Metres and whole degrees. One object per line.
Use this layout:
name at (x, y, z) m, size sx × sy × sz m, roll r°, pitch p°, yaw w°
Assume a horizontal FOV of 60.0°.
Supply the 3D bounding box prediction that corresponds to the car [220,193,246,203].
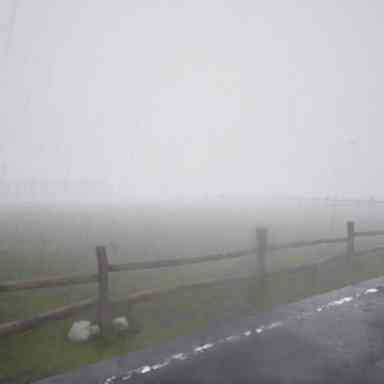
car at (6.657, 0.928, 54.722) m, size 1.882 × 1.535 × 5.008 m, roll 1°, pitch 0°, yaw -36°
